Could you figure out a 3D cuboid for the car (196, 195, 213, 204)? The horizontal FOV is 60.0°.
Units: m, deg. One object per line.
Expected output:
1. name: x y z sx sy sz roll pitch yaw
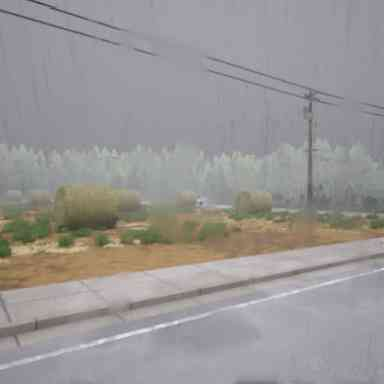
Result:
1. car: 1.727 1.700 64.819 2.150 2.045 5.566 1 0 -33
